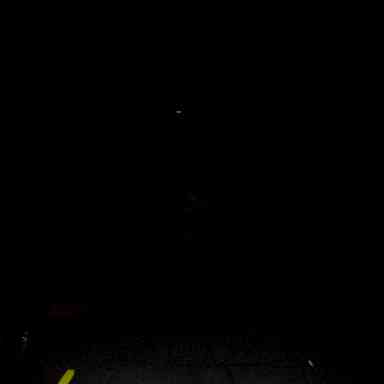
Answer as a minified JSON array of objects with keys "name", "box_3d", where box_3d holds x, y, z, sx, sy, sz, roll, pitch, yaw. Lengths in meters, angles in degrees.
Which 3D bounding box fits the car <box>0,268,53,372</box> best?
[{"name":"car","box_3d":[-3.102,1.534,2.883,2.033,1.411,5.357,0,0,0]}]

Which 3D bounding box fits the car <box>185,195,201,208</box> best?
[{"name":"car","box_3d":[0.113,1.252,42.825,1.882,1.535,5.008,0,0,0]}]

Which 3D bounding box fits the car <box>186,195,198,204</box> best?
[{"name":"car","box_3d":[0.019,1.208,55.457,1.837,1.490,4.892,0,0,0]}]
